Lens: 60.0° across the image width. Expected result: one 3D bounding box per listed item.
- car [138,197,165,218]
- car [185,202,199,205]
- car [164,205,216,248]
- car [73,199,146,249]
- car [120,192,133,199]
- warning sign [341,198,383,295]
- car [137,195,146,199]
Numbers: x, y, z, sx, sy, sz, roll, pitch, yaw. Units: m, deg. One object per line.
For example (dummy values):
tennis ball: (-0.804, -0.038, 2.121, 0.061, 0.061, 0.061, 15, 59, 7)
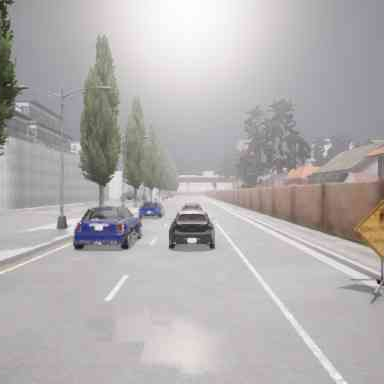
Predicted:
car: (-3.500, 1.498, 29.650, 1.882, 1.535, 5.008, 0, 0, 0)
car: (0.000, 1.586, 29.650, 1.994, 1.385, 4.181, 0, 0, 0)
car: (0.000, 1.531, 14.650, 1.837, 1.490, 4.892, 0, 0, 0)
car: (-3.500, 1.378, 14.620, 2.097, 1.767, 4.553, 0, 0, 0)
car: (-15.000, 1.093, 76.059, 2.150, 2.045, 5.566, 0, 0, 0)
warning sign: (4.048, 1.074, 7.027, 1.300, 1.860, 1.060, 0, 0, 0)
car: (-11.500, 1.392, 76.088, 1.812, 1.442, 4.674, 0, 0, 0)
